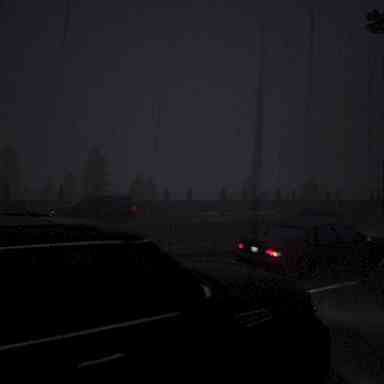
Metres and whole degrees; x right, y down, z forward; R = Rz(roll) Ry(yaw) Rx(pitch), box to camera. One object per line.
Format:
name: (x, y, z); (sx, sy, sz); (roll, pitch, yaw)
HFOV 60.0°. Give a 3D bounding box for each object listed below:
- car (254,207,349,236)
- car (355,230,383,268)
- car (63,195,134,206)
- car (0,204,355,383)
car: (6.427, 1.629, 19.467); (5.357, 1.411, 2.033); (1, 0, -25)
car: (3.842, 1.587, 10.062); (5.357, 1.411, 2.033); (0, 0, -29)
car: (-6.181, 1.203, 20.572); (5.566, 2.045, 2.150); (1, 0, -31)
car: (-1.220, 1.212, 2.784); (5.566, 2.045, 2.150); (1, 0, -35)
